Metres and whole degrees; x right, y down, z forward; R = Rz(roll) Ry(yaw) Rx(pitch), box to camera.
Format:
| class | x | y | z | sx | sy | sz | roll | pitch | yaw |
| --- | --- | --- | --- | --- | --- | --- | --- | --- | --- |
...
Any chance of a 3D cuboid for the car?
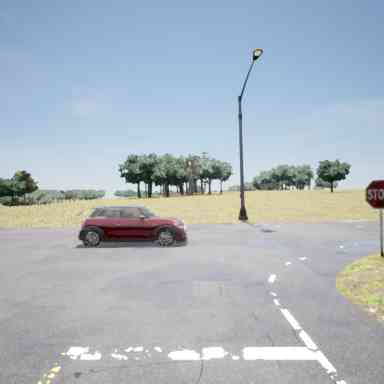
| class | x | y | z | sx | sy | sz | roll | pitch | yaw |
| --- | --- | --- | --- | --- | --- | --- | --- | --- | --- |
| car | -2.476 | 1.379 | 14.568 | 4.553 | 1.767 | 2.097 | 0 | -1 | -1 |
